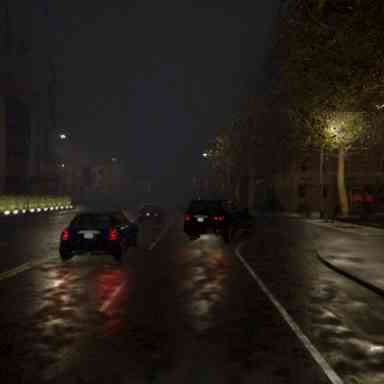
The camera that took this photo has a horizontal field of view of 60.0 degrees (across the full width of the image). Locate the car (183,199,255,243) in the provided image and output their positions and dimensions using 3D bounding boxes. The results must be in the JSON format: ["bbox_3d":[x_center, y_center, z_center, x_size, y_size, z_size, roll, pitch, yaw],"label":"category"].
[{"bbox_3d":[1.598,1.389,17.602,2.150,2.045,5.566,-2,-1,27],"label":"car"}]

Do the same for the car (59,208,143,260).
[{"bbox_3d":[-3.407,1.479,13.072,2.097,1.767,4.553,0,0,0],"label":"car"}]

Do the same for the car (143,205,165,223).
[{"bbox_3d":[-3.402,1.816,28.203,2.033,1.411,5.357,0,-1,0],"label":"car"}]

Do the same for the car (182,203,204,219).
[{"bbox_3d":[0.099,1.879,33.226,1.994,1.385,4.181,0,-1,0],"label":"car"}]
